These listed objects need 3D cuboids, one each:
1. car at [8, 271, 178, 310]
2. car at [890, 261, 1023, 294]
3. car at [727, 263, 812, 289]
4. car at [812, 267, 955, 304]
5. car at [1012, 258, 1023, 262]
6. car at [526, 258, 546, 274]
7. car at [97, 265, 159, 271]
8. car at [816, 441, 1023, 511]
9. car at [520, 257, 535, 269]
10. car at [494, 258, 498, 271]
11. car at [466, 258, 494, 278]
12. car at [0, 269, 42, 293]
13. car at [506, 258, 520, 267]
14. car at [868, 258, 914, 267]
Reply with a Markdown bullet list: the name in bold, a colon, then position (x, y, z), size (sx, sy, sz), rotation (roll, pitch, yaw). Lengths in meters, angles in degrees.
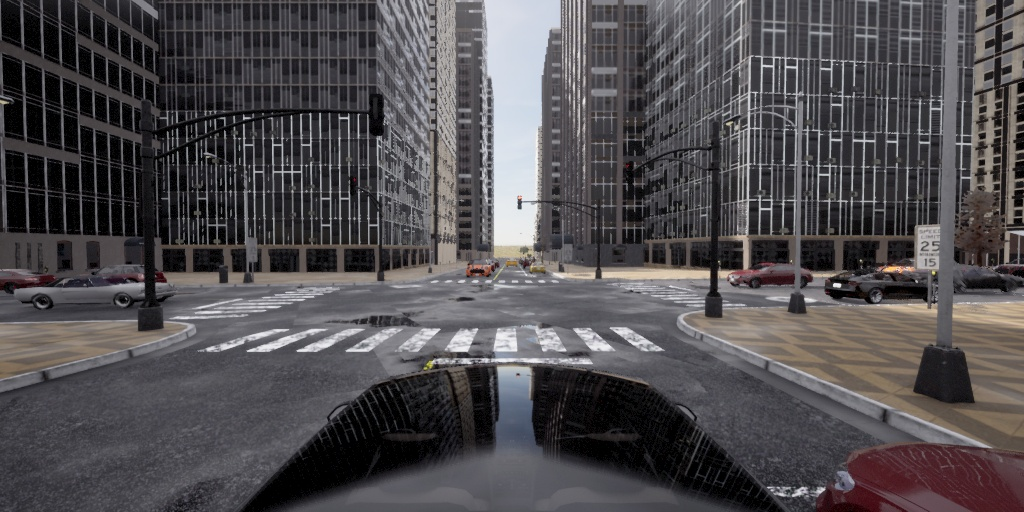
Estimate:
- **car**: position (-17.345, 1.469, 15.199), size (4.718, 1.301, 1.895), rotation (0, 1, -6)
- **car**: position (23.718, 1.176, 18.995), size (5.357, 1.411, 2.033), rotation (0, 1, -5)
- **car**: position (15.392, 1.135, 21.449), size (4.674, 1.442, 1.812), rotation (0, 1, -5)
- **car**: position (16.124, 1.294, 15.706), size (4.313, 1.339, 1.948), rotation (0, 0, -5)
- **car**: position (35.349, 0.846, 23.279), size (4.553, 1.767, 2.097), rotation (0, 1, -5)
- **car**: position (2.806, 1.254, 39.946), size (1.751, 1.417, 4.829), rotation (0, 0, 0)
- **car**: position (-22.578, 1.215, 20.541), size (4.097, 1.591, 1.967), rotation (0, 0, -5)
- **car**: position (2.692, 1.333, 0.408), size (1.802, 1.307, 4.207), rotation (0, 0, 0)
- **car**: position (2.710, 1.028, 55.027), size (2.192, 1.841, 5.009), rotation (0, 0, 0)
- **car**: position (-3.117, 1.202, 44.873), size (1.882, 1.535, 5.008), rotation (0, 0, 0)
- **car**: position (-3.112, 1.085, 34.291), size (2.097, 1.767, 4.553), rotation (0, 0, 0)
- **car**: position (-28.204, 1.390, 20.016), size (4.207, 1.307, 1.802), rotation (0, 0, -5)
- **car**: position (-0.025, 1.178, 65.005), size (1.882, 1.535, 5.008), rotation (0, 0, 0)
- **car**: position (25.340, 0.904, 22.359), size (4.553, 1.767, 2.097), rotation (0, 1, -5)
